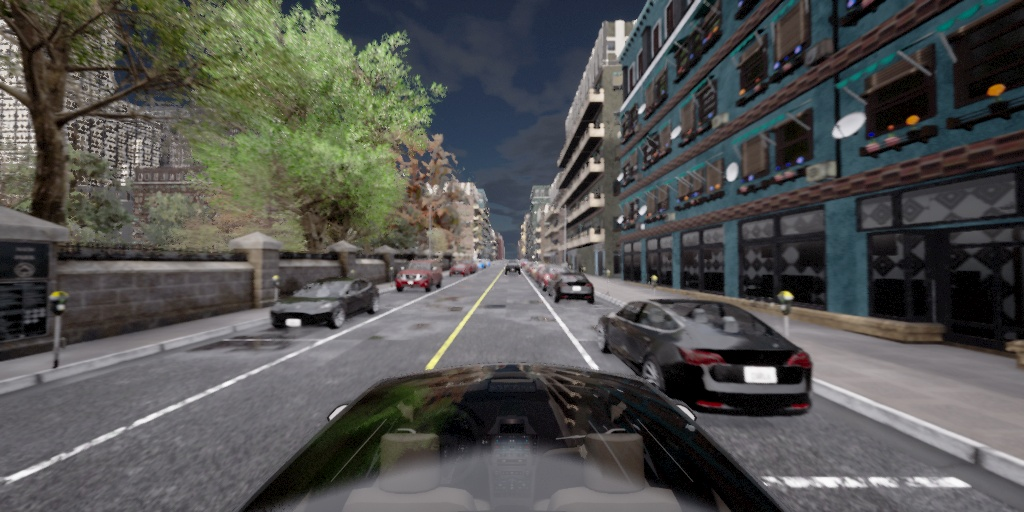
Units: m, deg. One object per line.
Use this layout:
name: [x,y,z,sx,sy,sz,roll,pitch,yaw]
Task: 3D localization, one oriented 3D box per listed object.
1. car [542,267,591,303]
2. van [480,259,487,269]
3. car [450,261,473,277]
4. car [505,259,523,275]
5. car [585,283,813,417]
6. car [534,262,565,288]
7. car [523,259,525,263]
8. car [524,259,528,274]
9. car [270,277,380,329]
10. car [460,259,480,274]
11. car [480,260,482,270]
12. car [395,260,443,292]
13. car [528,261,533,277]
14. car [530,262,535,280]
car: [2.693,1.405,17.026,1.948,1.339,4.313,0,0,0]
van: [-5.693,1.438,61.212,1.690,1.789,3.998,0,0,0]
car: [-5.686,1.512,39.119,1.888,1.381,4.507,0,0,0]
car: [0.104,1.478,44.644,1.882,1.535,5.008,0,-1,0]
car: [2.692,1.341,5.978,1.948,1.339,4.313,0,0,0]
car: [2.694,1.311,22.548,1.967,1.591,4.097,0,0,0]
car: [2.695,1.558,50.335,1.751,1.417,4.829,0,0,0]
car: [2.695,1.407,39.119,1.967,1.591,4.097,0,0,0]
car: [-5.688,1.372,11.502,1.948,1.339,4.313,0,0,0]
car: [-5.686,1.314,44.642,2.192,1.841,5.009,0,0,0]
car: [-5.686,1.577,50.166,1.888,1.381,4.507,0,0,0]
car: [-5.687,1.185,22.549,2.192,1.841,5.009,0,0,0]
car: [2.694,1.461,33.765,1.751,1.417,4.829,0,0,0]
car: [2.694,1.448,28.071,1.888,1.381,4.507,0,0,0]
